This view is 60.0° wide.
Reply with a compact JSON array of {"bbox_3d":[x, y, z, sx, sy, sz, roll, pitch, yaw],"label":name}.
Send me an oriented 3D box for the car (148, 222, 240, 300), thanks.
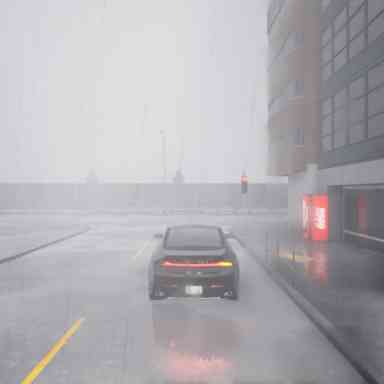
[{"bbox_3d":[0.055,1.505,8.361,1.837,1.490,4.892,0,0,1],"label":"car"}]
